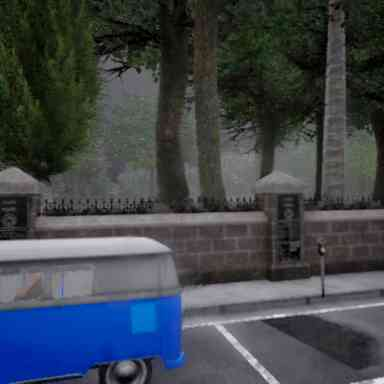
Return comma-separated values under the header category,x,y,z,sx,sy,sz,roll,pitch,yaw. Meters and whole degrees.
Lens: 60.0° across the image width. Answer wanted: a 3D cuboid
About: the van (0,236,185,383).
category,x,y,z,sx,sy,sz,roll,pitch,yaw
van,-2.067,1.504,4.172,3.998,1.788,1.690,0,-2,-15
